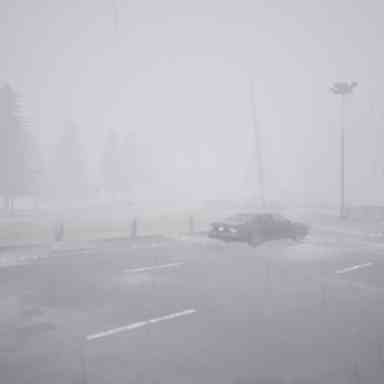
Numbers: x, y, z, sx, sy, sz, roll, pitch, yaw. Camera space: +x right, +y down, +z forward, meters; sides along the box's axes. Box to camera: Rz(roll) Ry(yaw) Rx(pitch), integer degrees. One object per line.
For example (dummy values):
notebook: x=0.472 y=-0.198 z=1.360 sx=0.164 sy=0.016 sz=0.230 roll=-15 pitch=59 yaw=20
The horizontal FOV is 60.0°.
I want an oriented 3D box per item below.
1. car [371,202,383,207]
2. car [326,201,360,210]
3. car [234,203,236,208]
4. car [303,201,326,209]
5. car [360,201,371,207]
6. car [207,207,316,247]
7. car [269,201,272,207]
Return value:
car: x=36.492 y=2.648 z=62.497 sx=5.357 sy=1.411 sz=2.033 roll=2 pitch=-1 yaw=-37
car: x=24.310 y=2.143 z=53.354 sx=4.902 sy=1.511 sz=2.128 roll=2 pitch=-1 yaw=-37
car: x=7.907 y=1.529 z=45.445 sx=4.553 sy=1.767 sz=2.097 roll=1 pitch=0 yaw=-37
car: x=20.743 y=2.122 z=55.050 sx=5.357 sy=1.411 sz=2.033 roll=2 pitch=-1 yaw=-36
car: x=33.452 y=2.542 z=64.588 sx=4.892 sy=1.490 sz=1.837 roll=2 pitch=-1 yaw=-37
car: x=3.192 y=1.608 z=15.274 sx=5.357 sy=1.411 sz=2.033 roll=1 pitch=0 yaw=-38
car: x=10.138 y=1.785 z=42.752 sx=4.181 sy=1.385 sz=1.994 roll=1 pitch=0 yaw=-37
